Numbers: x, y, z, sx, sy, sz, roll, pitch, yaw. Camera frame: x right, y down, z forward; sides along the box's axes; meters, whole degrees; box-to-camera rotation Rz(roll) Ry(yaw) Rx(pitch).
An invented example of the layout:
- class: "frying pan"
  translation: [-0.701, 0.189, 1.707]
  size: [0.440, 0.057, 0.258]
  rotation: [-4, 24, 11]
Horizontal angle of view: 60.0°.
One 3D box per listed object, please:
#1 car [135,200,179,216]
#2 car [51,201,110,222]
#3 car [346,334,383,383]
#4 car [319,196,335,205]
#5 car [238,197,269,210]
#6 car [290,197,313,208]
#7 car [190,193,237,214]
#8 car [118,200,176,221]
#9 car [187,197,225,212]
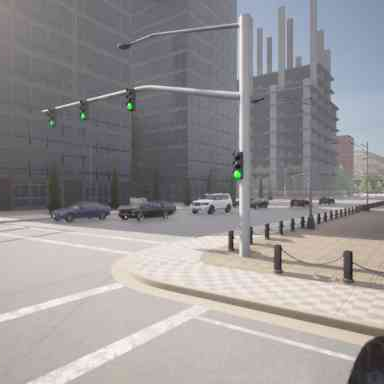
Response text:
- class: "car"
  translation: [-3.389, 1.505, 32.682]
  size: [1.994, 1.385, 4.181]
  rotation: [0, 0, 36]
- class: "car"
  translation: [-8.468, 1.467, 25.645]
  size: [1.812, 1.442, 4.674]
  rotation: [0, 0, 38]
- class: "car"
  translation: [3.036, 1.564, 1.803]
  size: [4.181, 1.385, 1.994]
  rotation: [0, 0, 36]
- class: "car"
  translation: [23.341, 1.447, 57.480]
  size: [1.837, 1.490, 4.892]
  rotation: [0, 0, 36]
- class: "car"
  translation: [8.210, 1.419, 42.772]
  size: [1.882, 1.535, 5.008]
  rotation: [0, 0, 36]
- class: "car"
  translation: [15.284, 1.420, 46.283]
  size: [1.882, 1.535, 5.008]
  rotation: [0, -1, 36]
- class: "car"
  translation: [2.110, 1.163, 34.319]
  size: [2.150, 2.045, 5.566]
  rotation: [0, 0, 36]
- class: "car"
  translation: [-3.599, 1.542, 26.404]
  size: [1.895, 1.301, 4.718]
  rotation: [0, 0, 36]
- class: "car"
  translation: [1.751, 1.432, 39.809]
  size: [2.128, 1.511, 4.902]
  rotation: [0, 0, 36]
